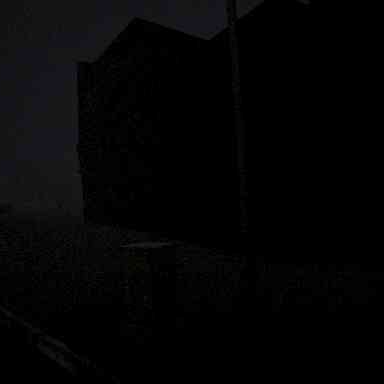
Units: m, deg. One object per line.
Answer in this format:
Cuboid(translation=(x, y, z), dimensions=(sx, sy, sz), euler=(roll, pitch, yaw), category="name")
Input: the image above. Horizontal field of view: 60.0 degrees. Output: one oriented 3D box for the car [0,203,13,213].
Cuboid(translation=(-27.040, 2.316, 46.556), dimensions=(1.882, 1.535, 5.008), euler=(-4, -1, -1), category="car")
